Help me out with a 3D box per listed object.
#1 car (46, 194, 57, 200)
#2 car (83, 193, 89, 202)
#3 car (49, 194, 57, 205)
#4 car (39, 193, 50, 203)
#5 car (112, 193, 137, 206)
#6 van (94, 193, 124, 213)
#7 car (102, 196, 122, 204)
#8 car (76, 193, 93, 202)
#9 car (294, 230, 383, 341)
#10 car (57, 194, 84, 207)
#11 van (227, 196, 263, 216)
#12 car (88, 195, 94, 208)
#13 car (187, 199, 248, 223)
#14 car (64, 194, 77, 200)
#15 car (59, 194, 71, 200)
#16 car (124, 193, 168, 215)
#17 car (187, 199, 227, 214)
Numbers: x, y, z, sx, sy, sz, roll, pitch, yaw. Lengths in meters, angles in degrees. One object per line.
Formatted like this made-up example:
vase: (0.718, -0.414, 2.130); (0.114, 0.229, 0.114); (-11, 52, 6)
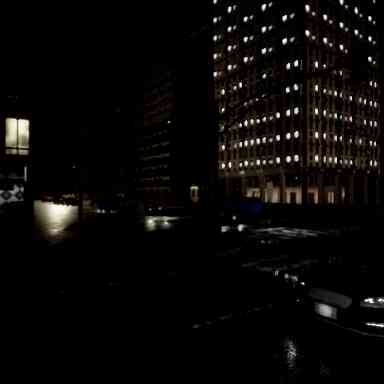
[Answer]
car: (-36.704, 1.173, 86.826); (1.812, 1.442, 4.674); (0, 0, -34)
car: (-20.272, 1.332, 67.352); (1.947, 1.339, 4.313); (0, 0, -34)
car: (-21.002, 1.394, 53.479); (2.008, 1.369, 4.403); (0, 0, -34)
car: (-27.211, 1.373, 62.655); (1.802, 1.307, 4.206); (0, 0, -34)
car: (-10.957, 1.159, 53.588); (2.192, 1.841, 5.009); (0, 0, -34)
van: (-8.583, 1.286, 35.129); (1.690, 1.788, 3.998); (0, 0, -34)
car: (-14.062, 1.363, 58.176); (1.887, 1.381, 4.507); (0, 0, -34)
car: (-23.375, 1.055, 71.939); (2.192, 1.841, 5.009); (0, 0, -34)
car: (3.999, 1.525, 6.415); (4.902, 1.511, 2.128); (0, 0, -35)
car: (-17.898, 1.435, 48.892); (1.947, 1.339, 4.313); (0, 0, -34)
van: (4.658, 1.311, 30.719); (1.690, 1.788, 3.998); (0, 0, -34)
car: (-12.131, 1.416, 45.023); (1.812, 1.442, 4.674); (0, 0, -34)
car: (1.526, 1.493, 24.806); (2.128, 1.511, 4.902); (0, 0, -34)
car: (-29.585, 1.238, 81.114); (2.008, 1.369, 4.403); (0, 0, -34)
car: (-32.785, 1.186, 85.842); (1.752, 1.417, 4.829); (0, 0, -34)
car: (-4.552, 1.171, 33.791); (2.150, 2.045, 5.566); (0, 1, -33)
car: (1.479, 1.490, 35.255); (1.887, 1.381, 4.507); (0, 0, -34)
